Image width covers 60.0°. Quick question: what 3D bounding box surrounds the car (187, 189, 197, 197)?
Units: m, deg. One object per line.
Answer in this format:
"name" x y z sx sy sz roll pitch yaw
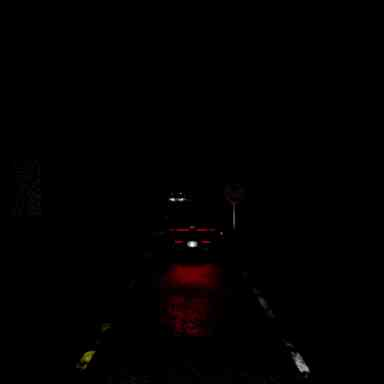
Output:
"car" -0.006 0.308 72.222 1.994 1.385 4.181 0 1 0

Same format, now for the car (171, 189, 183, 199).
"car" -2.789 0.292 61.686 2.097 1.767 4.553 0 1 1

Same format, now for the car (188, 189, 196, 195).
"car" -0.006 -0.048 82.221 2.128 1.511 4.902 0 1 0

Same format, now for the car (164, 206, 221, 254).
"car" 0.026 1.287 12.479 1.837 1.490 4.892 0 1 0
